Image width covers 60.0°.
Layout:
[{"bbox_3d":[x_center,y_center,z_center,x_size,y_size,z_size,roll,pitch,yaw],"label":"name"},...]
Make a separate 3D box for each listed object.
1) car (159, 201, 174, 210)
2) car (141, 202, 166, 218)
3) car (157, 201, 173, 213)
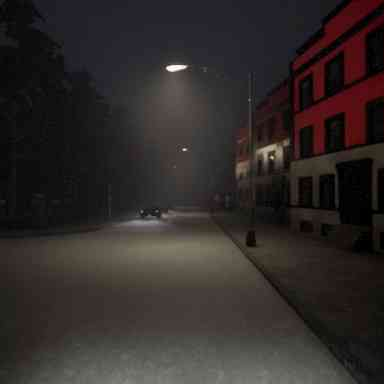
[{"bbox_3d":[-4.065,2.183,53.662,1.895,1.301,4.718,0,-1,0],"label":"car"},{"bbox_3d":[-4.095,1.973,34.269,1.895,1.301,4.718,0,-1,0],"label":"car"},{"bbox_3d":[-4.089,1.966,43.648,2.128,1.511,4.902,0,-1,0],"label":"car"}]
